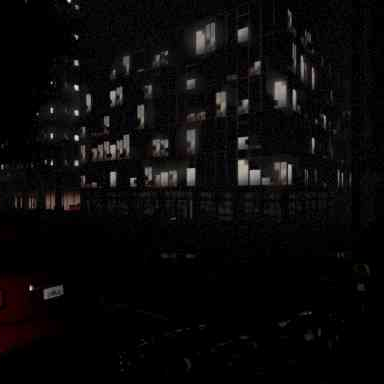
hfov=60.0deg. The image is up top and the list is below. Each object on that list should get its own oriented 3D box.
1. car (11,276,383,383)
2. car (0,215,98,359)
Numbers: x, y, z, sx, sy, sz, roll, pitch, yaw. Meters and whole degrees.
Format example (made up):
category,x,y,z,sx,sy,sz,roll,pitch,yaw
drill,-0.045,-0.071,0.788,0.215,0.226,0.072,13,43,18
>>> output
category,x,y,z,sx,sy,sz,roll,pitch,yaw
car,0.850,1.566,2.272,4.313,1.339,1.947,0,0,36
car,-3.645,1.315,5.481,5.009,1.841,2.192,0,0,36
